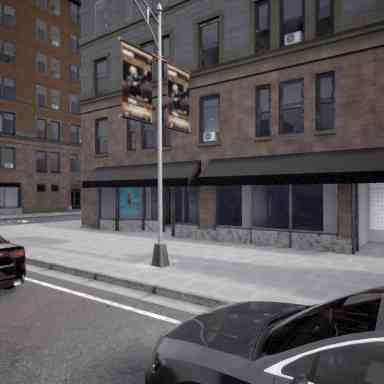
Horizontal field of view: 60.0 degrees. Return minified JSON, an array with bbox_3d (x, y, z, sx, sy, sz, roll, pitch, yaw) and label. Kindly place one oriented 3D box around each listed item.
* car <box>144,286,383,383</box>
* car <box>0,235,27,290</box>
[{"bbox_3d":[1.805,1.505,2.400,4.892,1.490,1.837,0,0,35],"label":"car"},{"bbox_3d":[-5.930,1.478,7.890,5.008,1.535,1.882,0,0,35],"label":"car"}]
